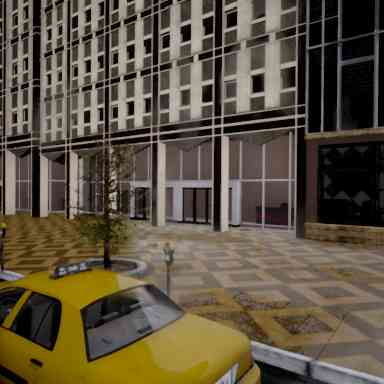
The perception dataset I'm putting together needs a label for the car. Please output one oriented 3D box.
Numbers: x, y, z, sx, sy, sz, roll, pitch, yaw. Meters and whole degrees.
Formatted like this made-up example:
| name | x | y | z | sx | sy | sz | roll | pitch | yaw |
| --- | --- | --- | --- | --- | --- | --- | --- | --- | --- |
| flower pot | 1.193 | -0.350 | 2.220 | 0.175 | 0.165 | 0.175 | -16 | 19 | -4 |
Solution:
| name | x | y | z | sx | sy | sz | roll | pitch | yaw |
| --- | --- | --- | --- | --- | --- | --- | --- | --- | --- |
| car | -1.621 | 1.524 | 4.051 | 4.829 | 1.417 | 1.752 | 0 | 1 | 36 |
